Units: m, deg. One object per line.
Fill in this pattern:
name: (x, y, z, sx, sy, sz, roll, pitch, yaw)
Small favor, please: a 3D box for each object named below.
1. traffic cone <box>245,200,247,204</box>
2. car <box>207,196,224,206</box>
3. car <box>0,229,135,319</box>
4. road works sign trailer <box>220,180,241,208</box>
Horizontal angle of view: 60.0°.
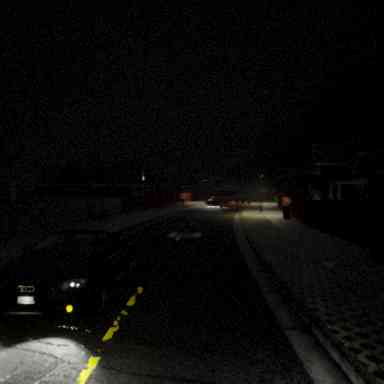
traffic cone: (8.981, 1.664, 55.668, 0.340, 0.580, 0.340, 1, 1, 14)
car: (3.494, 1.322, 48.656, 1.994, 1.385, 4.181, 1, 1, 15)
car: (-2.589, 1.549, 7.338, 1.994, 1.385, 4.181, 0, 0, 2)
road works sign trailer: (4.962, 0.298, 43.308, 2.380, 3.560, 2.880, 1, 1, 16)
